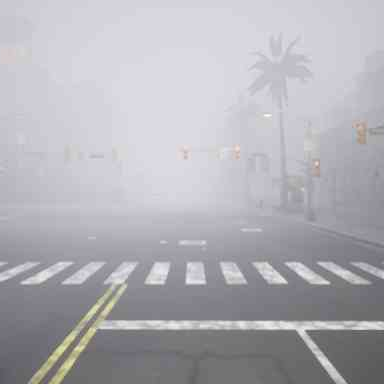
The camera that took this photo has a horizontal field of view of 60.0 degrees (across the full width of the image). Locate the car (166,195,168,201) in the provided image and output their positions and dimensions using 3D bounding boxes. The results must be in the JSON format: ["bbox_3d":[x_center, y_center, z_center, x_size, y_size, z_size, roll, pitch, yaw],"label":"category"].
[{"bbox_3d":[-7.314,1.570,89.180,2.033,1.411,5.357,0,0,-4],"label":"car"}]

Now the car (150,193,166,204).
[{"bbox_3d":[-6.898,1.256,65.825,2.150,2.045,5.566,0,1,0],"label":"car"}]
